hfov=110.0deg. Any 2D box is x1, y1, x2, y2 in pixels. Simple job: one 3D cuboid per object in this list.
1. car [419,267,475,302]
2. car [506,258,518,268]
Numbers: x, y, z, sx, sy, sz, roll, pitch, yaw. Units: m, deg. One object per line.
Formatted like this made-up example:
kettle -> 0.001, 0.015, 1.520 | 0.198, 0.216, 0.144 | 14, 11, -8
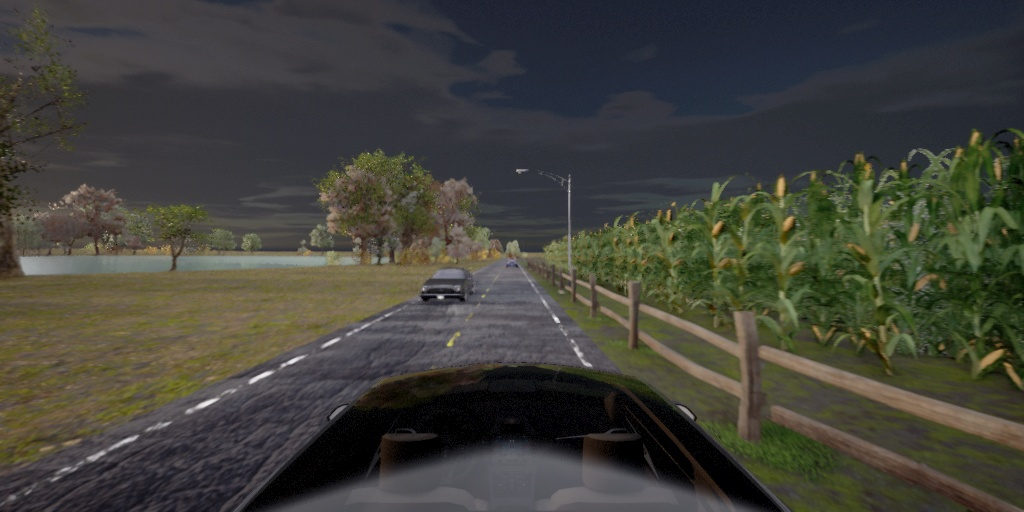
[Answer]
car -> -2.820, 1.249, 16.846 | 2.033, 1.411, 5.357 | 0, 0, 0
car -> 0.002, 1.112, 55.419 | 1.812, 1.442, 4.674 | 0, 0, 0
